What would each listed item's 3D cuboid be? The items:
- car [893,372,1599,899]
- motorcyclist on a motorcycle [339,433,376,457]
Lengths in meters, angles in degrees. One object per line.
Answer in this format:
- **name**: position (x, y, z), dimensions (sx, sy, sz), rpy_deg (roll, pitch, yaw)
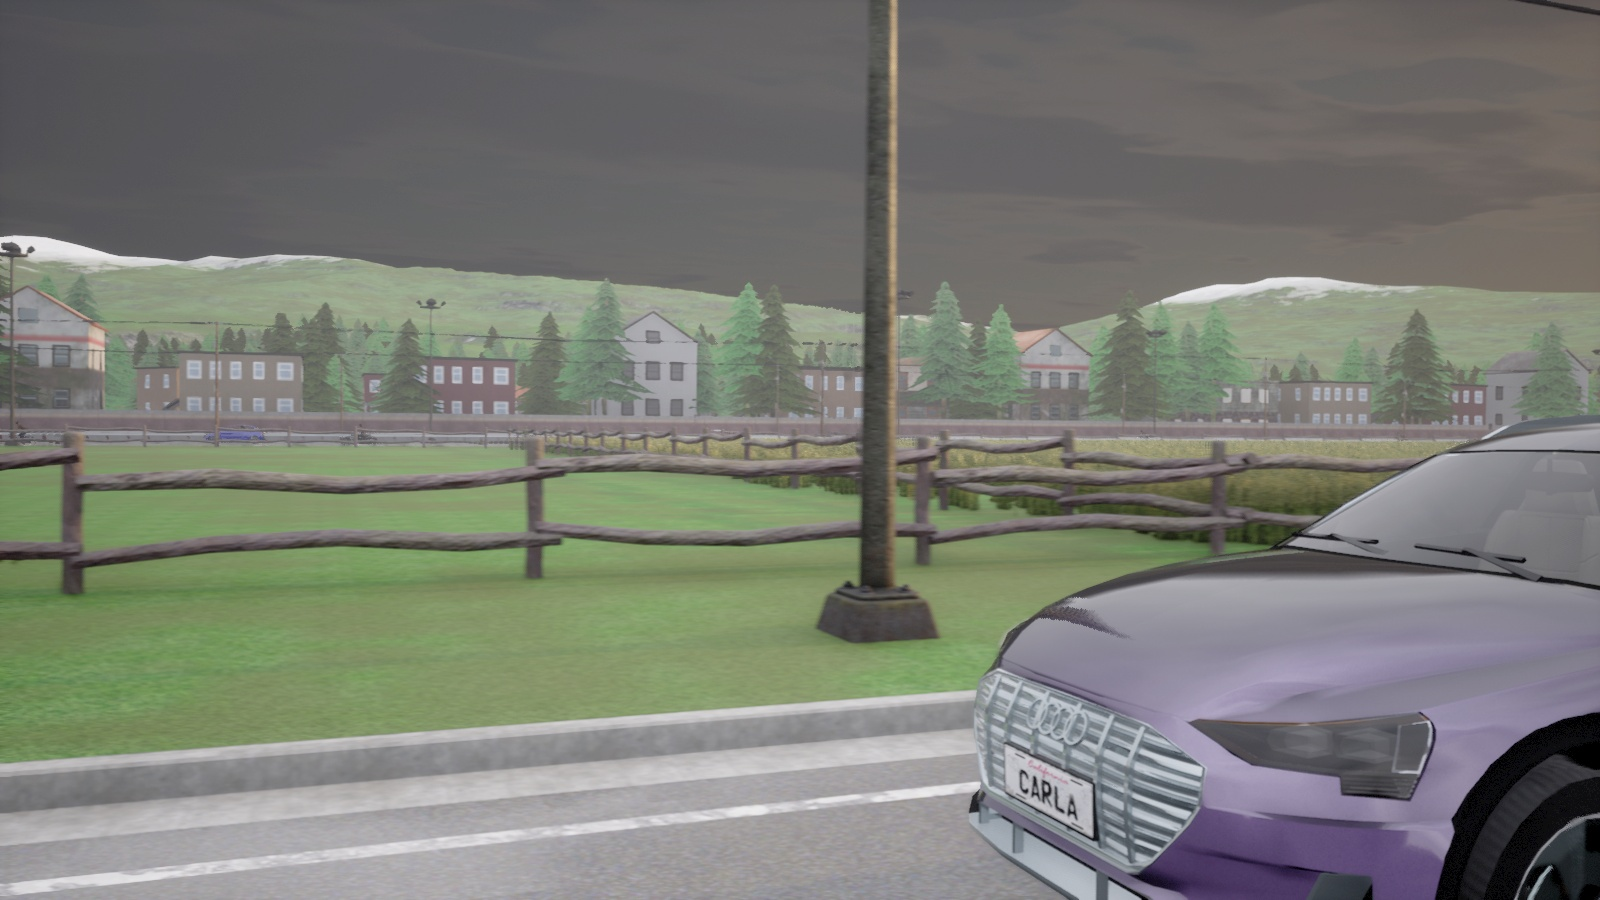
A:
- **car**: position (2.971, 0.609, 4.366), dimensions (4.856, 1.649, 2.033), rpy_deg (-1, 1, -21)
- **motorcyclist on a motorcycle**: position (-30.840, -0.352, 87.495), dimensions (2.350, 1.649, 0.766), rpy_deg (-1, 1, -21)
